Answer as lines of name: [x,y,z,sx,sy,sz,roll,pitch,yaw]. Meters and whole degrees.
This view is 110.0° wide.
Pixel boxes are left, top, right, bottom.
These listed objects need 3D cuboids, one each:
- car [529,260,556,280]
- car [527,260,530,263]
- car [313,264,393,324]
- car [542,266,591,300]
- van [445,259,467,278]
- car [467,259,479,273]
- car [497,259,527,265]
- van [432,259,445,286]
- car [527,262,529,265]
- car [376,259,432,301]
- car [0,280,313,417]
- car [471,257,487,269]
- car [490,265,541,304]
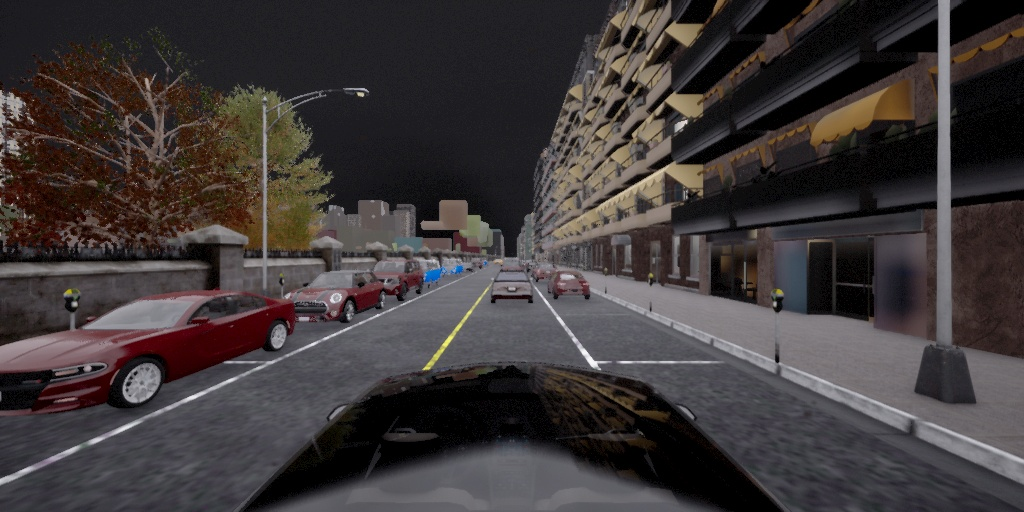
car: [2.691,1.221,28.691,1.967,1.591,4.097,0,0,0]
car: [2.690,1.373,45.582,1.948,1.339,4.313,0,0,0]
car: [-5.689,1.196,11.799,1.967,1.591,4.097,0,0,0]
car: [2.691,1.347,17.429,1.802,1.307,4.207,0,0,0]
van: [-5.690,1.130,34.321,1.690,1.789,3.998,0,0,0]
car: [-5.690,1.373,45.582,1.948,1.339,4.313,0,0,0]
car: [0.000,1.153,31.471,2.097,1.767,4.553,0,0,0]
van: [-5.689,1.114,23.060,1.690,1.789,3.998,0,0,0]
car: [2.690,1.372,34.321,1.802,1.307,4.207,0,0,0]
car: [-5.690,1.079,17.429,2.192,1.841,5.009,0,0,0]
car: [-5.690,1.295,6.171,1.888,1.381,4.507,0,0,0]
car: [-5.689,1.143,56.841,2.192,1.841,5.009,0,0,0]
car: [-0.001,1.328,16.501,2.033,1.411,5.357,0,0,0]
